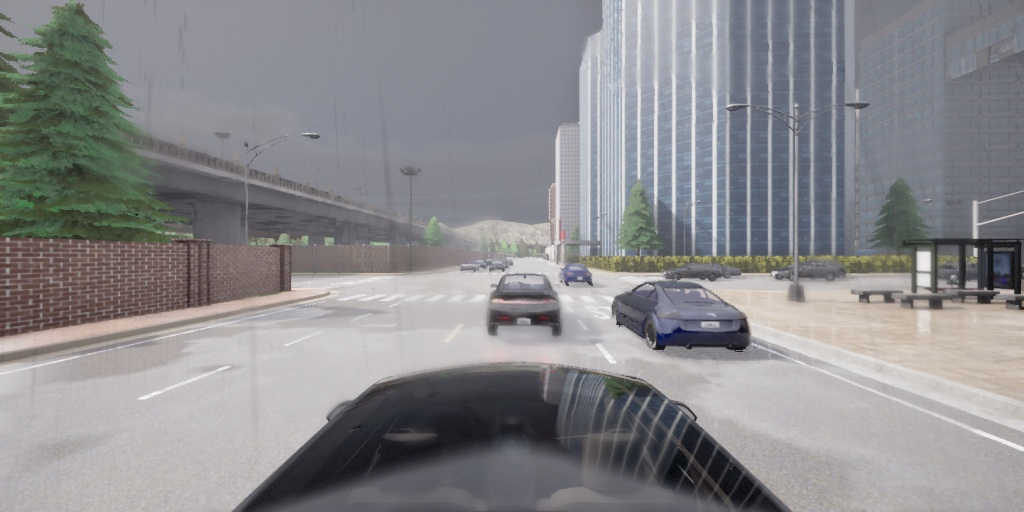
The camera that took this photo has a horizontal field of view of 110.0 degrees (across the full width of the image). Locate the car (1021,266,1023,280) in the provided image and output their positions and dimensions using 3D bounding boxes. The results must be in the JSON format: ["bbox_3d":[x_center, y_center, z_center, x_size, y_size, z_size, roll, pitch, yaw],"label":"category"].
[{"bbox_3d":[43.041,1.313,32.146,4.892,1.490,1.837,1,0,3],"label":"car"}]

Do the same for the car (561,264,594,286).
[{"bbox_3d":[4.502,1.280,25.521,1.812,1.442,4.674,0,0,2],"label":"car"}]

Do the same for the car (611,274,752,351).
[{"bbox_3d":[3.908,1.314,9.006,1.994,1.385,4.181,0,0,1],"label":"car"}]

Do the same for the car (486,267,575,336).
[{"bbox_3d":[0.372,1.242,10.369,2.128,1.511,4.902,0,0,2],"label":"car"}]

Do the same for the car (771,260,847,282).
[{"bbox_3d":[24.074,1.297,29.507,4.902,1.511,2.128,0,0,2],"label":"car"}]

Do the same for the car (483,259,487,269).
[{"bbox_3d":[-4.987,1.276,55.470,1.812,1.442,4.674,0,0,2],"label":"car"}]

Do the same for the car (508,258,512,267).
[{"bbox_3d":[-1.461,1.297,56.114,2.033,1.411,5.357,0,0,2],"label":"car"}]

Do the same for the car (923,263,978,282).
[{"bbox_3d":[36.194,1.305,28.978,4.892,1.490,1.837,-1,0,3],"label":"car"}]

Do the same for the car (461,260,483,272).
[{"bbox_3d":[-5.361,1.351,46.316,1.895,1.301,4.718,0,0,2],"label":"car"}]

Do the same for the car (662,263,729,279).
[{"bbox_3d":[14.954,1.331,29.875,4.674,1.442,1.812,0,0,3],"label":"car"}]

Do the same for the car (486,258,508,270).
[{"bbox_3d":[-1.848,1.276,46.525,1.812,1.442,4.674,0,0,2],"label":"car"}]

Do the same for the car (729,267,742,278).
[{"bbox_3d":[18.170,1.353,33.257,5.357,1.411,2.033,0,0,2],"label":"car"}]
